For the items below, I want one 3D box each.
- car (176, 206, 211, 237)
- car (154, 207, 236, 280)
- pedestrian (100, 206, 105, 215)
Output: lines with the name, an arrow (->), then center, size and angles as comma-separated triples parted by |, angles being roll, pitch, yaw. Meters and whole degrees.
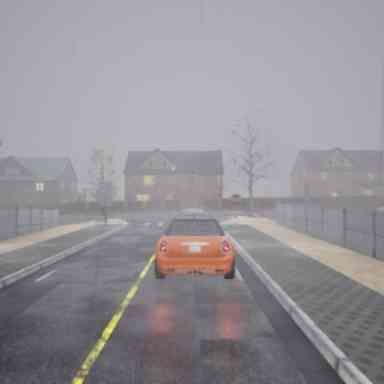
car -> 0.016, 1.665, 20.173 | 1.882, 1.535, 5.008 | 0, -1, -1
car -> 0.078, 1.447, 10.412 | 2.097, 1.767, 4.553 | 0, 0, 0
pedestrian -> -9.691, 1.602, 36.311 | 0.375, 1.860, 0.375 | 0, 2, 0
